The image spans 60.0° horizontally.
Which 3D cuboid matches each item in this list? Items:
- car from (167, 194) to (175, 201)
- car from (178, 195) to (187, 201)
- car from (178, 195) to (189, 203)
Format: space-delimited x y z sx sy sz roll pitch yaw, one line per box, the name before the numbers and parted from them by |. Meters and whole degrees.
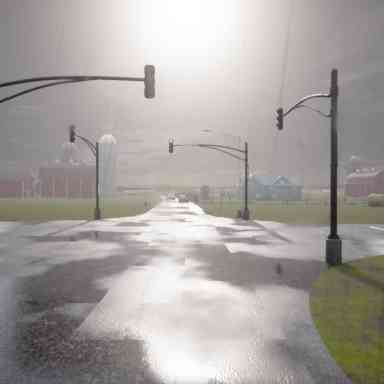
car | -4.708 1.182 73.967 1.812 1.442 4.674 0 0 -3
car | -2.332 1.464 79.951 1.837 1.490 4.892 0 0 -4
car | -1.721 1.624 69.967 1.895 1.301 4.718 0 0 -3
